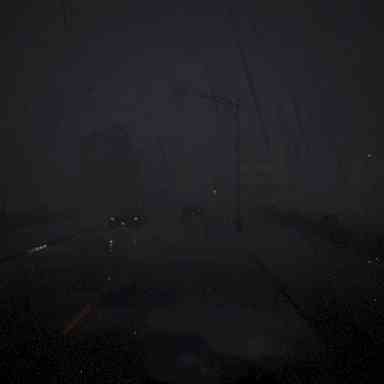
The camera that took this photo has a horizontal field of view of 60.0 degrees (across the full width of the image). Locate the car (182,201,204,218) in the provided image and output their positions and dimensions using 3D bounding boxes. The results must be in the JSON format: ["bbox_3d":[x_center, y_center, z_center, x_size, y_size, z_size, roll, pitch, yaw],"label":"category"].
[{"bbox_3d":[0.061,1.569,30.194,1.812,1.442,4.674,0,0,0],"label":"car"}]

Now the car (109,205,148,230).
[{"bbox_3d":[-4.005,1.558,21.643,1.812,1.442,4.674,0,0,0],"label":"car"}]
